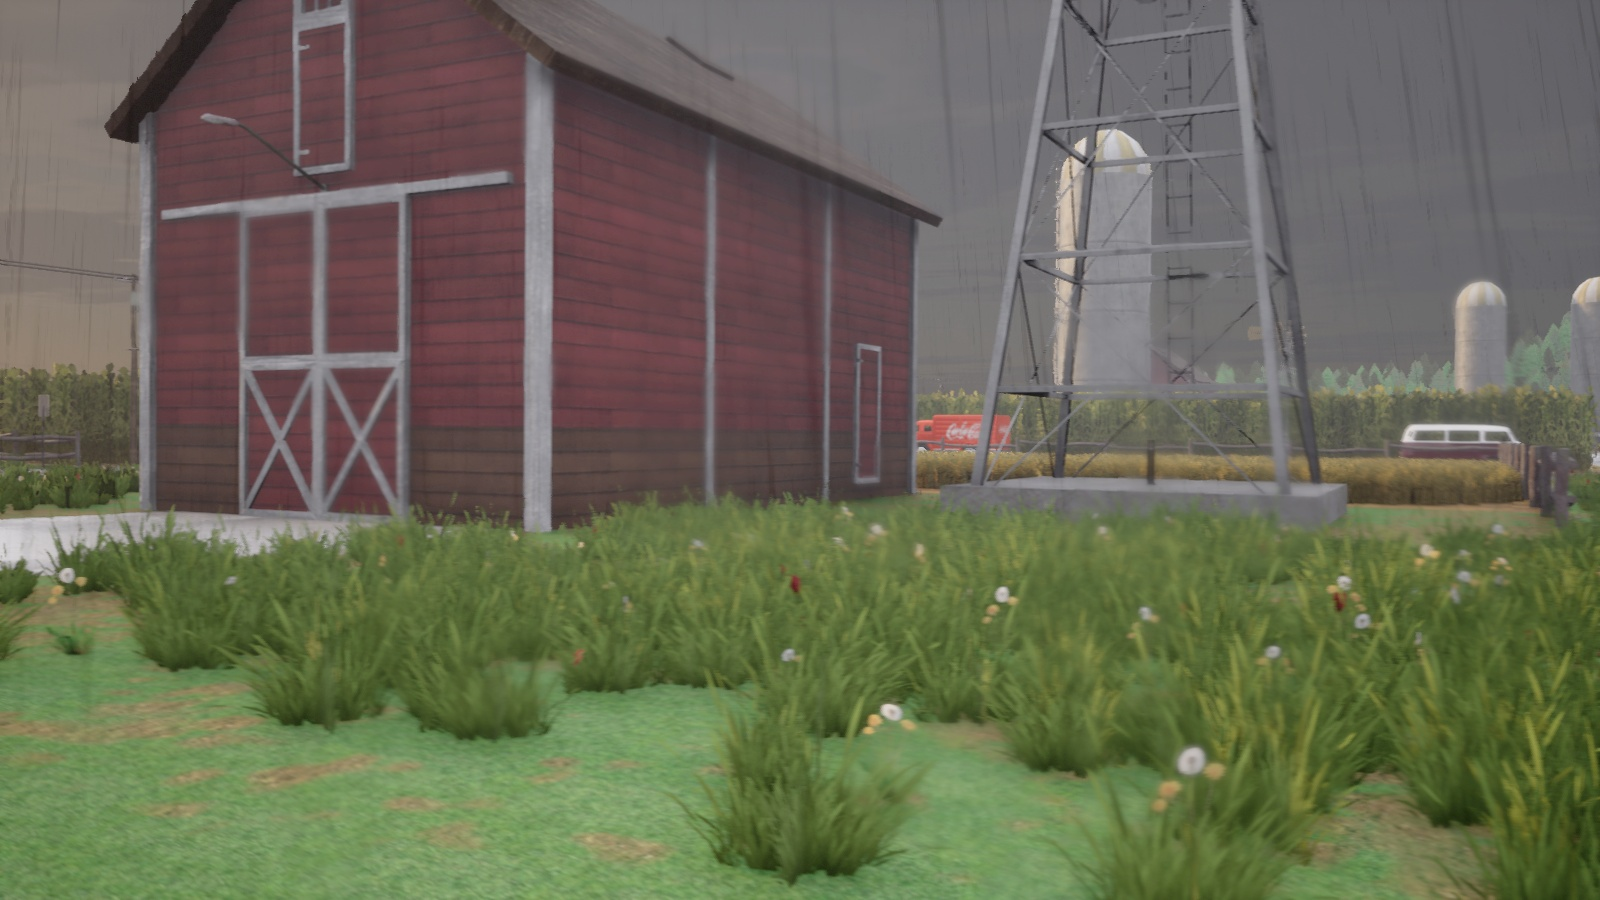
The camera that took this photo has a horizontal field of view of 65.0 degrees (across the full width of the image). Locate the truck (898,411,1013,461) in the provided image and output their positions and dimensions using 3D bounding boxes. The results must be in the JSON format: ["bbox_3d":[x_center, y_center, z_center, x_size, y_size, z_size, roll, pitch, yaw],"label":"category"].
[{"bbox_3d":[7.958,-0.706,64.185,5.204,2.467,2.627,0,1,28],"label":"truck"}]

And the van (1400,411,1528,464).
[{"bbox_3d":[26.762,-0.477,50.697,4.480,2.038,2.069,0,1,28],"label":"van"}]
